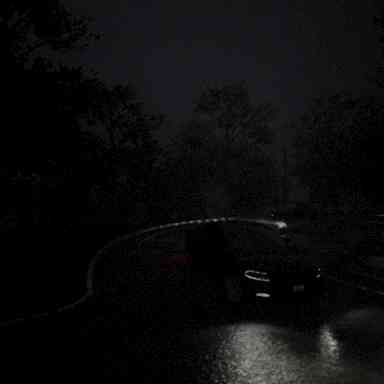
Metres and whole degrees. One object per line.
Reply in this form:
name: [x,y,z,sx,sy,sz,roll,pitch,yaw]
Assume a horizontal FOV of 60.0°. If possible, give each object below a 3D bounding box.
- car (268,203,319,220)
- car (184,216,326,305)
car: [8.576,1.623,27.875,4.674,1.442,1.812,0,-1,-27]
car: [1.222,1.498,8.483,1.882,1.535,5.008,0,0,-17]
